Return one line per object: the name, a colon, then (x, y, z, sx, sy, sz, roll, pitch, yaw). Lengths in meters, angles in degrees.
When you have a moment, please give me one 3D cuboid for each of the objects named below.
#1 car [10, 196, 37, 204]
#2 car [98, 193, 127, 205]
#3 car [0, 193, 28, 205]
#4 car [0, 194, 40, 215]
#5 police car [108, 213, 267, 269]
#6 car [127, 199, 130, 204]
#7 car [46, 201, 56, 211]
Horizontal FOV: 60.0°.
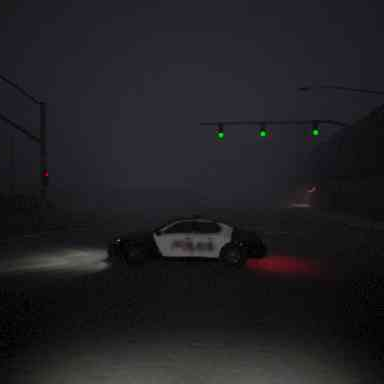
car: (-29.689, 1.362, 58.585, 3.905, 1.438, 1.784, 0, 0, 9)
car: (-12.893, 1.154, 53.026, 3.866, 1.878, 1.905, 0, 0, 9)
car: (-30.203, 1.152, 55.734, 4.605, 1.855, 1.932, 0, 0, 9)
car: (-16.417, 1.152, 30.786, 4.605, 1.855, 1.932, 0, 0, 9)
police car: (-0.163, 1.509, 10.817, 4.974, 1.542, 2.038, 0, 0, 7)
car: (-12.432, 1.394, 55.885, 3.806, 1.475, 1.970, 0, 0, 9)
car: (-15.912, 1.155, 33.636, 3.866, 1.878, 1.905, 0, 0, 9)
